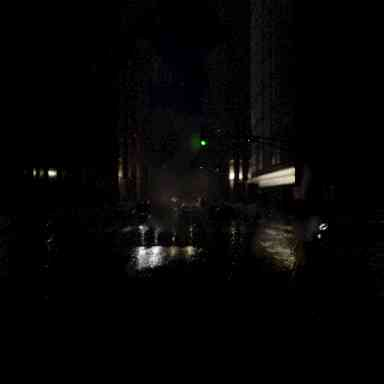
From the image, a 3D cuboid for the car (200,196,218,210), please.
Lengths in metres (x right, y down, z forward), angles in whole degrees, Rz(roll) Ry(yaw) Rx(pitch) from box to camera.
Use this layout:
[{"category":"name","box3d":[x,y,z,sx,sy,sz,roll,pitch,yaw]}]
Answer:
[{"category":"car","box3d":[2.638,1.590,45.637,2.192,1.841,5.009,0,0,0]}]

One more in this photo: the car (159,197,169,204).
[{"category":"car","box3d":[-6.092,1.933,73.800,1.887,1.381,4.507,0,0,0]}]

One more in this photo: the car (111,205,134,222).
[{"category":"car","box3d":[-5.766,1.771,28.644,1.802,1.307,4.206,0,0,0]}]

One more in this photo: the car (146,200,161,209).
[{"category":"car","box3d":[-5.929,1.882,51.221,1.802,1.307,4.206,0,0,0]}]

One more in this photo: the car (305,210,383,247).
[{"category":"car","box3d":[7.883,1.627,16.008,4.553,1.767,2.097,1,-1,0]}]

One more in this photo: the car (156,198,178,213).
[{"category":"car","box3d":[-3.178,1.796,40.272,2.033,1.411,5.357,0,0,-1]}]

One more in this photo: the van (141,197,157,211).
[{"category":"van","box3d":[-5.887,1.615,45.578,1.690,1.788,3.998,0,0,0]}]

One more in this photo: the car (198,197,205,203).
[{"category":"car","box3d":[2.350,1.955,85.312,1.752,1.417,4.829,0,0,0]}]

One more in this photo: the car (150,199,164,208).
[{"category":"car","box3d":[-5.969,1.875,56.866,2.008,1.369,4.403,0,0,0]}]

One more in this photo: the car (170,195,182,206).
[{"category":"car","box3d":[-3.248,1.834,61.133,2.128,1.511,4.902,0,0,0]}]

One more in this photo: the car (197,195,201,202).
[{"category":"car","box3d":[2.516,1.663,62.568,2.192,1.841,5.009,0,0,0]}]

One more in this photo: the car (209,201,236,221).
[{"category":"car","box3d":[2.759,1.756,28.704,1.947,1.339,4.313,0,0,0]}]

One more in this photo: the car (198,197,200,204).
[{"category":"car","box3d":[2.556,1.870,56.923,1.887,1.381,4.507,0,0,0]}]

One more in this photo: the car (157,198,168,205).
[{"category":"car","box3d":[-6.051,1.935,68.155,1.947,1.339,4.313,0,0,0]}]

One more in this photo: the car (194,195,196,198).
[{"category":"car","box3d":[2.310,2.017,90.784,1.947,1.339,4.313,0,0,0]}]

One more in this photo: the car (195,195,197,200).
[{"category":"car","box3d":[2.393,1.954,79.498,1.887,1.381,4.507,0,0,0]}]

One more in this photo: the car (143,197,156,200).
[{"category":"car","box3d":[-5.847,1.687,39.934,1.967,1.590,4.097,0,0,0]}]

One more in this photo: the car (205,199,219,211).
[{"category":"car","box3d":[2.718,1.764,34.348,1.887,1.381,4.507,0,0,0]}]

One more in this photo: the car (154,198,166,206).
[{"category":"car","box3d":[-6.010,1.913,62.510,1.947,1.339,4.313,0,0,0]}]

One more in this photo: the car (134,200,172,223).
[{"category":"car","box3d":[-3.133,1.676,27.780,2.128,1.511,4.902,0,0,1]}]
